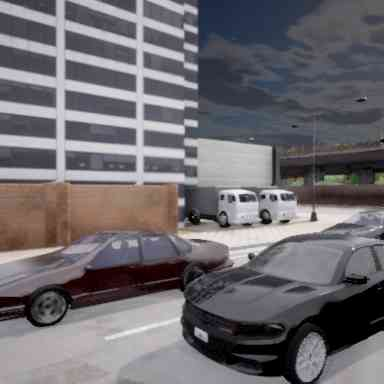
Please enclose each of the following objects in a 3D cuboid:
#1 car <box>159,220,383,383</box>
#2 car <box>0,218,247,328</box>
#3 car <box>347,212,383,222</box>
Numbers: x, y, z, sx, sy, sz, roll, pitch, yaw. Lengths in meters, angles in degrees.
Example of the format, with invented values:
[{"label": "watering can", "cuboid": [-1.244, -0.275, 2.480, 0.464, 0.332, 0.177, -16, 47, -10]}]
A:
[{"label": "car", "cuboid": [2.147, 1.467, 5.501, 5.008, 1.535, 1.882, 0, 0, -35]}, {"label": "car", "cuboid": [-1.533, 1.542, 7.185, 5.357, 1.411, 2.033, 0, 0, -35]}, {"label": "car", "cuboid": [7.441, 1.518, 13.499, 5.357, 1.411, 2.033, 0, 0, -35]}]
